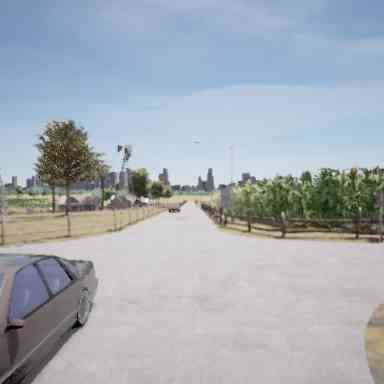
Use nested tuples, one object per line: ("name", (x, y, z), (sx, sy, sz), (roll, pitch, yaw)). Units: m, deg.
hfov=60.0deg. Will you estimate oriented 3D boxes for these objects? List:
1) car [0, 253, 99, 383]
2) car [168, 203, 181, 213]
("car", (-2.760, 1.621, 4.472), (2.033, 1.411, 5.357), (0, -1, 0))
("car", (-2.751, 2.516, 54.035), (1.882, 1.535, 5.008), (0, -1, 0))
